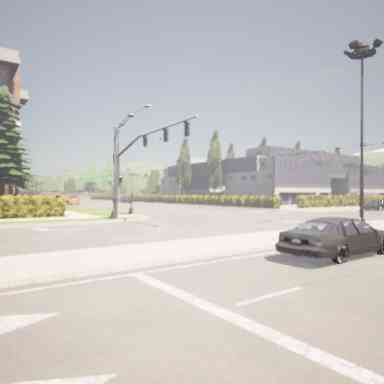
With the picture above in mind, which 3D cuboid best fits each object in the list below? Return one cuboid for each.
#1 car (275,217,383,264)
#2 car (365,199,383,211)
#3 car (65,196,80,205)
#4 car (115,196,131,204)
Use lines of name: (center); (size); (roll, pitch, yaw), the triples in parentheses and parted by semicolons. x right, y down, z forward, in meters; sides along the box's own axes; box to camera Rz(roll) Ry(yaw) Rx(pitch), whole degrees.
car: (5.310, 1.614, 12.068); (5.357, 1.411, 2.033); (0, 0, -37)
car: (25.822, 1.785, 45.832); (4.892, 1.490, 1.837); (0, 0, -34)
car: (-22.969, 1.473, 63.652); (2.097, 1.767, 4.553); (0, 0, -34)
car: (-14.332, 1.537, 69.486); (2.097, 1.767, 4.553); (0, 0, -34)
